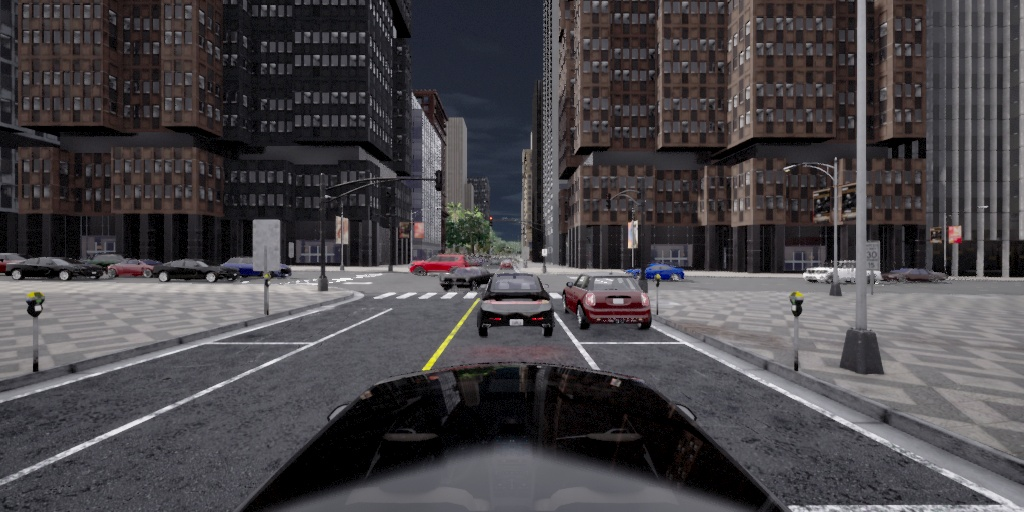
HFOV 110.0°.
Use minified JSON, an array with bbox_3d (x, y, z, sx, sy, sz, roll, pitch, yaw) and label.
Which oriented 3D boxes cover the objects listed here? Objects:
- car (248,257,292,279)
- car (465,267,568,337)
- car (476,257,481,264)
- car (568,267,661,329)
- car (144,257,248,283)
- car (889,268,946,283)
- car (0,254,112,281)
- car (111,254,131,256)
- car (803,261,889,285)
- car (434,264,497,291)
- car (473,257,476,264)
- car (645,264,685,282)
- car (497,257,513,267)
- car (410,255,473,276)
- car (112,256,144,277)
[{"bbox_3d":[-19.561,0.855,27.562,4.553,1.767,2.097,1,0,0],"label":"car"},{"bbox_3d":[0.077,1.241,10.292,2.128,1.511,4.902,0,0,-1],"label":"car"},{"bbox_3d":[-6.665,1.250,59.370,1.882,1.535,5.008,0,0,0],"label":"car"},{"bbox_3d":[2.735,1.190,11.178,1.967,1.591,4.097,0,0,0],"label":"car"},{"bbox_3d":[-21.271,0.960,24.297,5.008,1.535,1.882,1,0,-1],"label":"car"},{"bbox_3d":[38.532,1.877,34.754,5.357,1.411,2.033,1,0,0],"label":"car"},{"bbox_3d":[-30.738,0.827,24.216,5.008,1.535,1.882,1,0,0],"label":"car"},{"bbox_3d":[-38.420,0.578,34.098,4.553,1.767,2.097,1,0,-1],"label":"car"},{"bbox_3d":[28.896,1.413,31.434,5.566,2.045,2.150,1,0,0],"label":"car"},{"bbox_3d":[-2.535,1.341,21.314,1.895,1.301,4.718,0,0,15],"label":"car"},{"bbox_3d":[-6.584,0.973,49.380,2.150,2.045,5.566,0,0,0],"label":"car"},{"bbox_3d":[12.376,1.430,31.295,5.008,1.535,1.882,1,0,-1],"label":"car"},{"bbox_3d":[-0.756,1.197,52.560,1.967,1.591,4.097,0,0,-1],"label":"car"},{"bbox_3d":[-6.876,0.896,34.380,5.566,2.045,2.150,1,0,0],"label":"car"},{"bbox_3d":[-28.205,0.945,27.482,4.181,1.385,1.994,1,0,-1],"label":"car"}]
